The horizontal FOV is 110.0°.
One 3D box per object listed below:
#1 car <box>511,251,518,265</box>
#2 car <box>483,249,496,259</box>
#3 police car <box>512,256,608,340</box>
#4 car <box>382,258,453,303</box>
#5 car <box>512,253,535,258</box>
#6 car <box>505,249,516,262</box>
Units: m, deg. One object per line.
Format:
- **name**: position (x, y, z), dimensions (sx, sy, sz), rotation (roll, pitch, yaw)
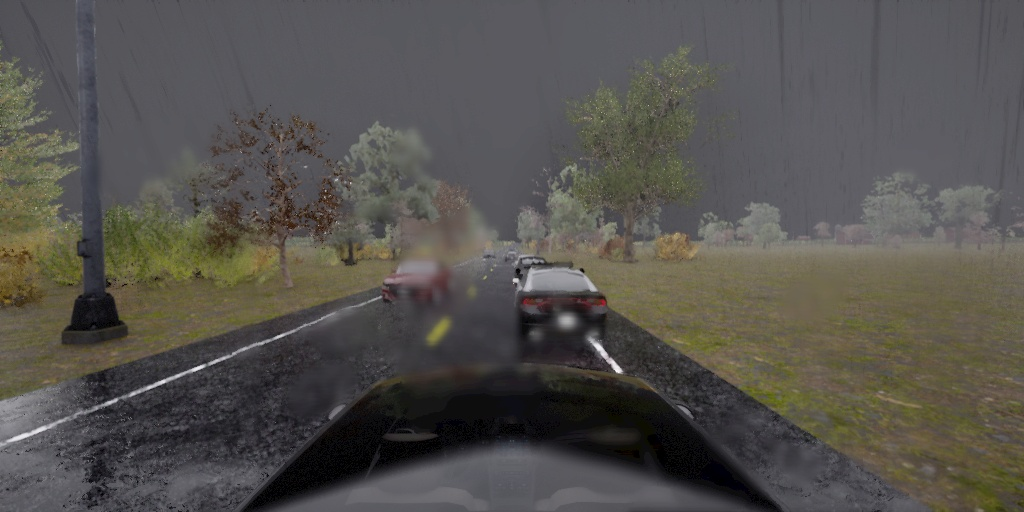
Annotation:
- **car**: position (1.051, 0.620, 25.303), dimensions (1.812, 1.442, 4.674), rotation (0, 2, 0)
- **car**: position (-3.555, -0.329, 57.479), dimensions (1.837, 1.490, 4.892), rotation (0, 2, 0)
- **police car**: position (1.050, 0.962, 9.415), dimensions (1.930, 1.638, 5.238), rotation (0, 2, 0)
- **car**: position (-3.597, 0.874, 14.414), dimensions (1.882, 1.535, 5.008), rotation (0, 2, 0)
- **car**: position (1.050, 0.767, 19.304), dimensions (1.837, 1.490, 4.892), rotation (0, 2, 0)
- **car**: position (0.036, -0.011, 47.407), dimensions (1.812, 1.442, 4.674), rotation (0, 1, 1)
